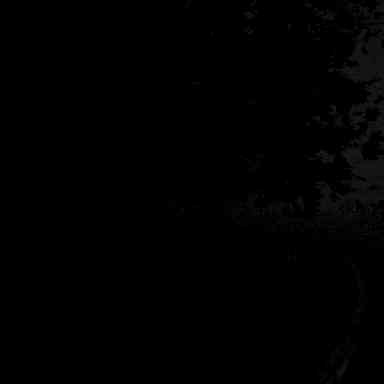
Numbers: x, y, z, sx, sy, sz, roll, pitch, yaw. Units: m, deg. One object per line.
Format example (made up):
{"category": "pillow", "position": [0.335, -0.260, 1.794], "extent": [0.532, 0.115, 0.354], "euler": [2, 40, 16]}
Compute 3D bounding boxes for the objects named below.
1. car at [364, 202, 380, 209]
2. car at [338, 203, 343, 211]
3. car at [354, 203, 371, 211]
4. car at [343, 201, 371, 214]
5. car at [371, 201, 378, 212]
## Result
{"category": "car", "position": [36.751, 2.774, 67.845], "extent": [2.033, 1.411, 5.357], "euler": [-1, -2, 38]}
{"category": "car", "position": [24.632, 2.157, 52.311], "extent": [2.097, 1.767, 4.553], "euler": [-1, -2, 38]}
{"category": "car", "position": [30.921, 2.677, 60.398], "extent": [1.994, 1.385, 4.181], "euler": [-1, -2, 38]}
{"category": "car", "position": [20.690, 1.925, 41.502], "extent": [1.837, 1.490, 4.892], "euler": [-1, -2, 35]}
{"category": "car", "position": [27.587, 2.342, 50.852], "extent": [1.994, 1.385, 4.181], "euler": [-1, -2, 38]}
